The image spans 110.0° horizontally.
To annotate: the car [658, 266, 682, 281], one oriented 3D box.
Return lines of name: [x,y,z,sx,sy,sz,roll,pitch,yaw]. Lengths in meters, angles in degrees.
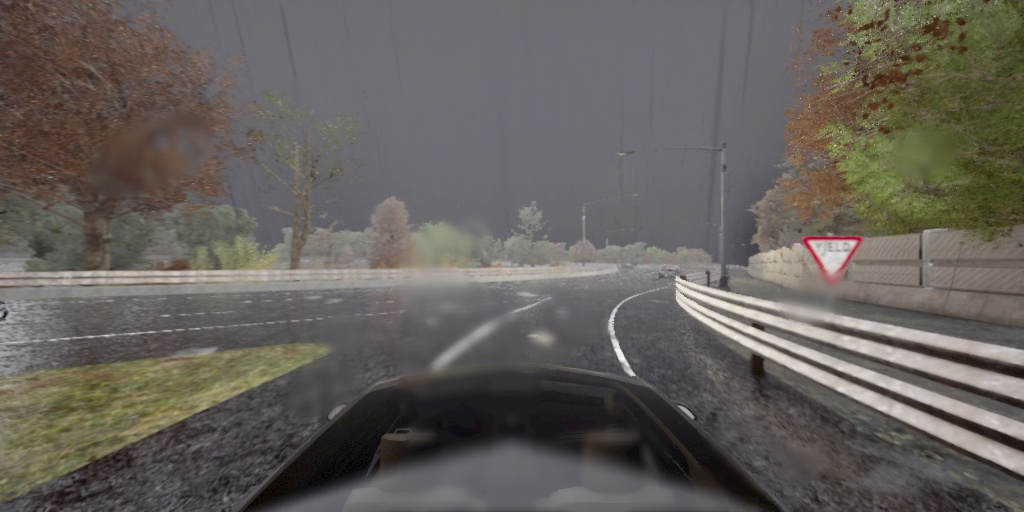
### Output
car: [17.398,1.875,39.279,2.128,1.511,4.902,0,-1,34]

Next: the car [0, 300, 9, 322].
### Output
car: [-15.158,1.226,7.988,4.674,1.442,1.812,1,-1,-33]
